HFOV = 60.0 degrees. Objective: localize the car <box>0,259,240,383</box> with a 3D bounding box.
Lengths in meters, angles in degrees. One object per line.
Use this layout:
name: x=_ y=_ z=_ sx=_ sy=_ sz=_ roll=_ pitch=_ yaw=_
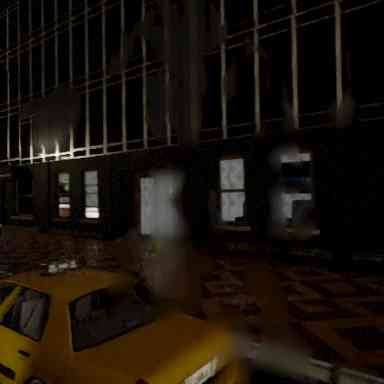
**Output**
car: x=-1.799 y=1.525 z=4.170 sx=4.829 sy=1.417 sz=1.752 roll=0 pitch=-1 yaw=35
